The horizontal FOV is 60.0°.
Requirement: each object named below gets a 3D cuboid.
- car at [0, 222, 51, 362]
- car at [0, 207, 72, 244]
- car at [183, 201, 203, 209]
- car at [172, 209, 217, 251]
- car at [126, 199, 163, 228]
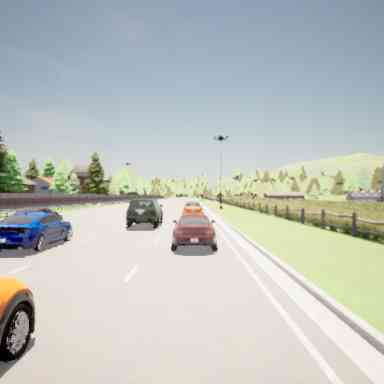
[{"bbox_3d":[-3.399,1.389,3.172,2.097,1.767,4.553,0,-1,0],"label":"car"},{"bbox_3d":[-6.899,1.644,14.619,1.882,1.535,5.008,0,0,0],"label":"car"},{"bbox_3d":[0.101,1.740,34.279,2.097,1.767,4.553,0,-1,0],"label":"car"},{"bbox_3d":[0.097,1.696,14.942,1.812,1.442,4.674,0,-1,0],"label":"car"},{"bbox_3d":[-3.398,1.501,24.517,2.150,2.045,5.566,0,0,0],"label":"car"}]
